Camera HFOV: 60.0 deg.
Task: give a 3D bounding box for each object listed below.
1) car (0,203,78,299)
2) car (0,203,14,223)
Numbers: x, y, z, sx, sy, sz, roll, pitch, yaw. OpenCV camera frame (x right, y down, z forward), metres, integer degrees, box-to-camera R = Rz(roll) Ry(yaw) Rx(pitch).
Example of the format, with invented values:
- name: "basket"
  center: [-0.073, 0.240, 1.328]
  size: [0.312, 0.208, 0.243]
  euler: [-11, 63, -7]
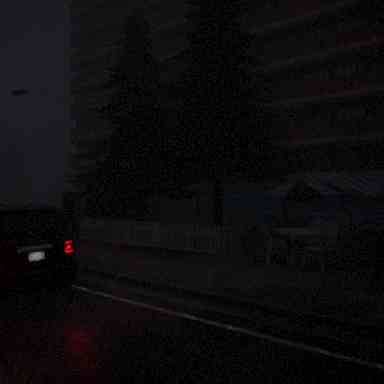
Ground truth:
- name: "car"
  center: [-4.945, 1.290, 7.917]
  size: [5.566, 2.045, 2.150]
  euler: [0, 0, 40]
- name: "car"
  center: [-16.363, 1.713, 27.068]
  size: [2.128, 1.511, 4.902]
  euler: [0, 0, -14]
